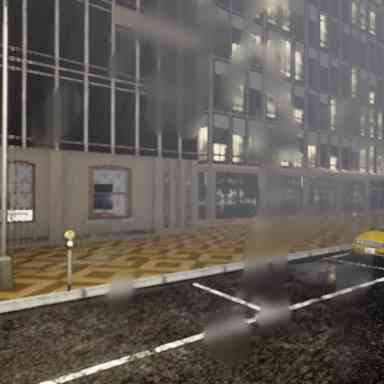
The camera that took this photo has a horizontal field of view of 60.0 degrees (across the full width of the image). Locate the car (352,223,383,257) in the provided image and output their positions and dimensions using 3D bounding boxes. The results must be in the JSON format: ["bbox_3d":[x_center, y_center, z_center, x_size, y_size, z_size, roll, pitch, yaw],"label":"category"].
[{"bbox_3d":[7.640,1.552,12.006,4.829,1.417,1.752,0,0,-35],"label":"car"}]
